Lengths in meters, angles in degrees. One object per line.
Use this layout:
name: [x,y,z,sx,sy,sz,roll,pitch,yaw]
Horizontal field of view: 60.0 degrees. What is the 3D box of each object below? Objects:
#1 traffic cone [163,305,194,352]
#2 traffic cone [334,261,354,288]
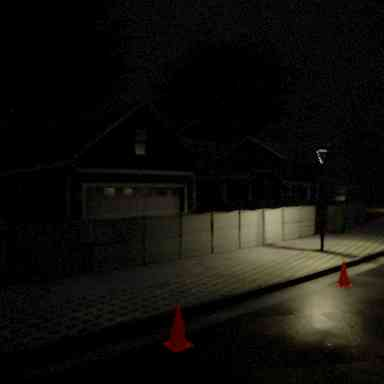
traffic cone: [-0.200,1.956,4.887,0.340,0.580,0.340,0,0,-37]
traffic cone: [3.622,1.936,7.927,0.340,0.580,0.340,0,0,-40]
